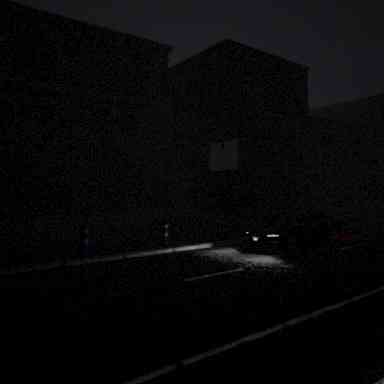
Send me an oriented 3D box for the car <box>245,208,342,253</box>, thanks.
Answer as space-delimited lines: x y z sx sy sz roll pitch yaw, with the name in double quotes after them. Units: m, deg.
4.291 1.466 13.734 4.892 1.490 1.837 -1 0 -36 "car"
